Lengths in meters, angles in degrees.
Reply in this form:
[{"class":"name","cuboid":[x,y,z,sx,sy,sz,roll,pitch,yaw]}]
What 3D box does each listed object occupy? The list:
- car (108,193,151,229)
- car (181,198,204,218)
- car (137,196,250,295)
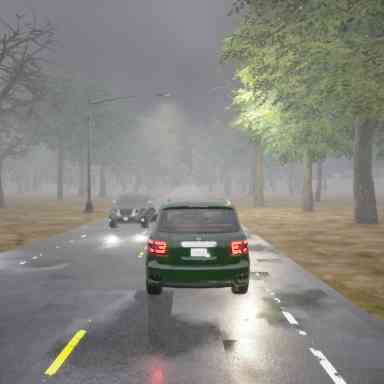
[{"class":"car","cuboid":[-3.643,1.086,20.987,2.150,2.045,5.566,0,0,0]},{"class":"car","cuboid":[0.032,1.327,28.287,1.812,1.442,4.674,0,0,0]},{"class":"car","cuboid":[0.091,1.188,8.806,2.150,2.045,5.566,0,0,-1]}]
